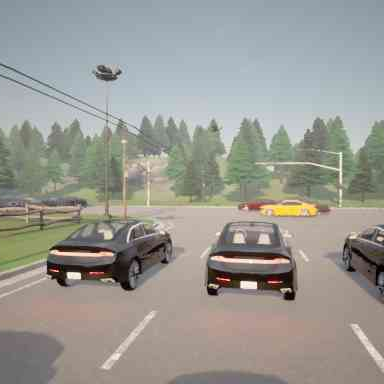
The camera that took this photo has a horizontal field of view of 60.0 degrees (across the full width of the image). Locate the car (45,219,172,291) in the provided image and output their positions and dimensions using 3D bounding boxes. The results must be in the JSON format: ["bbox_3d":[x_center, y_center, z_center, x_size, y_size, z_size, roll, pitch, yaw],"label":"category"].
[{"bbox_3d":[-1.911,1.491,9.141,2.128,1.511,4.902,0,0,12],"label":"car"}]

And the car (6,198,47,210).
[{"bbox_3d":[-21.780,1.525,43.751,4.674,1.442,1.812,0,0,12],"label":"car"}]

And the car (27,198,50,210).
[{"bbox_3d":[-20.390,1.547,39.893,5.357,1.411,2.033,0,0,12],"label":"car"}]

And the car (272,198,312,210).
[{"bbox_3d":[13.047,1.504,43.747,4.892,1.490,1.837,0,0,12],"label":"car"}]

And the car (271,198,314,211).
[{"bbox_3d":[12.092,1.504,40.369,4.892,1.490,1.837,0,0,12],"label":"car"}]

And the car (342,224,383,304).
[{"bbox_3d":[4.959,1.491,7.792,2.128,1.511,4.902,0,0,12],"label":"car"}]

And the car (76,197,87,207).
[{"bbox_3d":[-18.338,1.477,50.192,5.008,1.535,1.882,0,0,12],"label":"car"}]

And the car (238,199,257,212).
[{"bbox_3d":[7.768,1.477,37.684,5.008,1.535,1.882,0,0,12],"label":"car"}]

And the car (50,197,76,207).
[{"bbox_3d":[-19.512,1.491,46.860,4.902,1.511,2.128,0,0,12],"label":"car"}]

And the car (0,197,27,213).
[{"bbox_3d":[-21.069,1.352,36.459,4.553,1.767,2.097,0,0,12],"label":"car"}]

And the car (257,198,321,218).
[{"bbox_3d":[8.724,1.477,30.342,5.008,1.535,1.882,0,0,12],"label":"car"}]

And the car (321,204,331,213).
[{"bbox_3d":[11.015,1.547,33.444,5.357,1.411,2.033,0,0,12],"label":"car"}]

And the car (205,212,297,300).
[{"bbox_3d":[1.523,1.491,8.459,2.128,1.511,4.902,0,0,12],"label":"car"}]
